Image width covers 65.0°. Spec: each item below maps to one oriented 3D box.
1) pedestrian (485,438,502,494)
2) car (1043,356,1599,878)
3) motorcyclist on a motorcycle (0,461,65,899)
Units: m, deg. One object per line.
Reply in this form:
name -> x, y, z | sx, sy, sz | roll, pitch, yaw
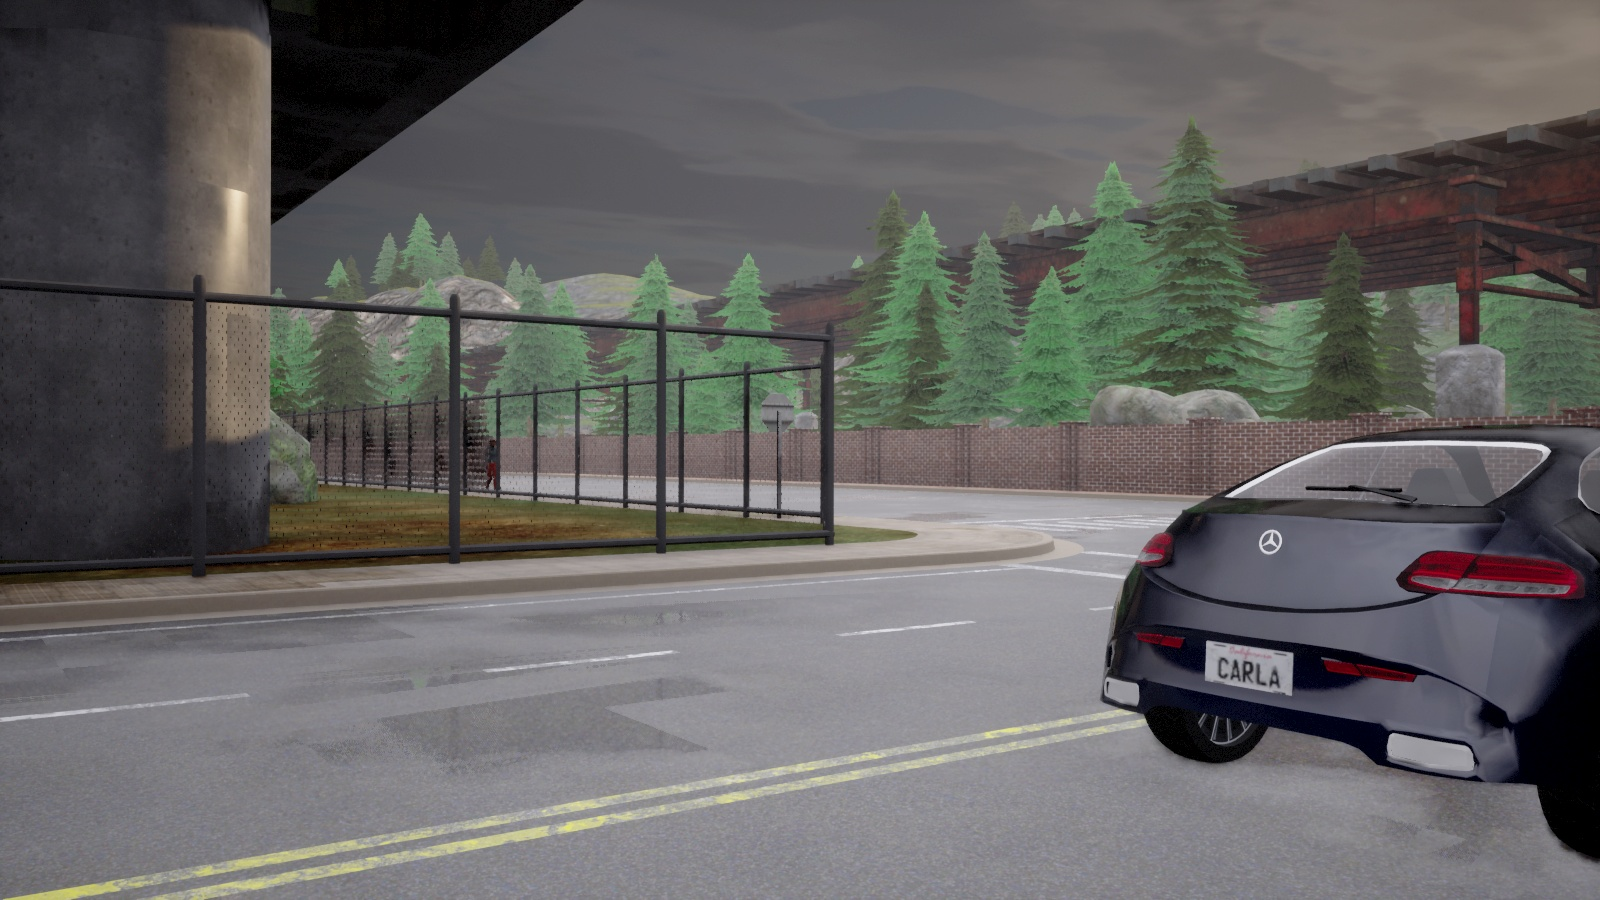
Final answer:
pedestrian -> -10.126, 0.526, 41.505 | 0.353, 1.847, 0.614 | 0, 0, -36
car -> 3.789, 0.531, 6.297 | 5.027, 1.651, 2.152 | 0, 0, -35
motorcyclist on a motorcycle -> -2.448, 0.790, 1.955 | 2.191, 1.530, 0.866 | 0, 0, -35
